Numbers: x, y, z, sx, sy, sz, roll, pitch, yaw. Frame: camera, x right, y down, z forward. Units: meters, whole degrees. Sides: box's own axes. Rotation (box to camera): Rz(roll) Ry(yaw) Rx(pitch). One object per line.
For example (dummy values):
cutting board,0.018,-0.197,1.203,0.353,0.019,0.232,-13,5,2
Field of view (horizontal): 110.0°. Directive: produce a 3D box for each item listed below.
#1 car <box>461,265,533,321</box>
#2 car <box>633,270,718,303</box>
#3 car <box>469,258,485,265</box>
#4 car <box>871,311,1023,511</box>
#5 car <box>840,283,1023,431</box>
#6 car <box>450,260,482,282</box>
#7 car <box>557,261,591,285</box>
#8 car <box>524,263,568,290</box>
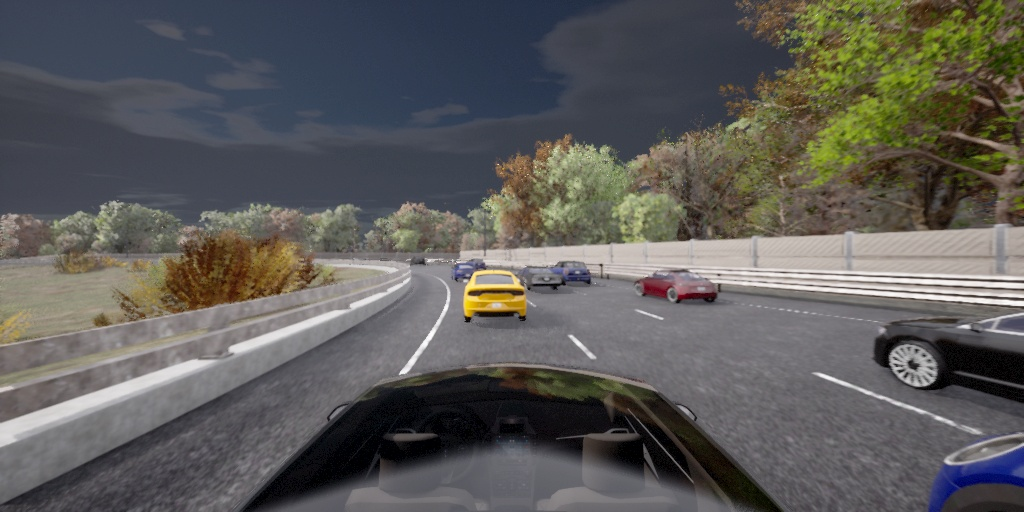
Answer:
car,-0.688,1.241,12.550,1.882,1.535,5.008,0,0,-6
car,7.442,1.313,16.734,1.994,1.385,4.181,0,0,-11
car,-5.540,1.160,52.293,2.097,1.767,4.553,0,0,-26
car,3.430,1.094,0.130,2.097,1.767,4.553,0,0,1
car,6.881,1.230,3.874,2.128,1.511,4.902,0,0,-1
car,-3.978,1.311,29.626,1.812,1.442,4.674,0,0,-15
car,3.992,1.117,26.121,2.097,1.767,4.553,0,0,-11
car,1.419,1.314,22.139,2.033,1.411,5.357,0,0,-11
